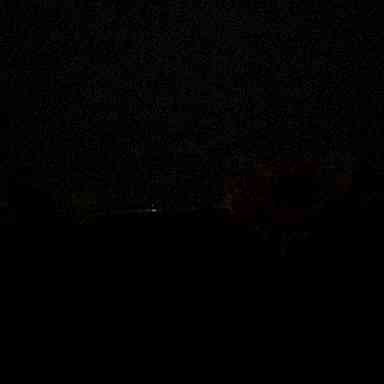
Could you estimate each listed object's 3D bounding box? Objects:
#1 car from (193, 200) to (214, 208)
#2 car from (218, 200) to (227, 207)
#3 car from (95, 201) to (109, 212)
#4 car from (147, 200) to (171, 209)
[{"bbox_3d":[2.098,2.155,60.446,1.837,1.490,4.892,-1,-1,36],"label":"car"},{"bbox_3d":[7.077,2.271,67.429,1.812,1.442,4.674,-1,-1,36],"label":"car"},{"bbox_3d":[-13.542,1.991,44.959,1.837,1.490,4.892,-1,-2,36],"label":"car"},{"bbox_3d":[-5.549,2.138,56.028,1.837,1.490,4.892,-1,-1,36],"label":"car"}]
